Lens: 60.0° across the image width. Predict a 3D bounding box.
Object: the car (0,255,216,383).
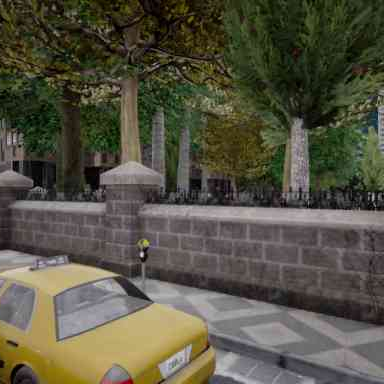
[{"bbox_3d":[-2.027,1.525,4.404,4.829,1.417,1.752,0,0,35],"label":"car"}]
